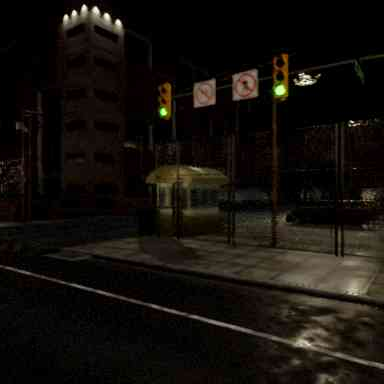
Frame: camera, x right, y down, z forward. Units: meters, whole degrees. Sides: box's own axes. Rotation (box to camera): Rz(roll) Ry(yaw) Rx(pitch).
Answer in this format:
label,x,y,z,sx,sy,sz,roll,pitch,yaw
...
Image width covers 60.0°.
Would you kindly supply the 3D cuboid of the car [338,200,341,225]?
label,x,y,z,sx,sy,sz,roll,pitch,yaw
car,8.209,1.250,20.728,4.553,1.767,2.185,0,0,35
